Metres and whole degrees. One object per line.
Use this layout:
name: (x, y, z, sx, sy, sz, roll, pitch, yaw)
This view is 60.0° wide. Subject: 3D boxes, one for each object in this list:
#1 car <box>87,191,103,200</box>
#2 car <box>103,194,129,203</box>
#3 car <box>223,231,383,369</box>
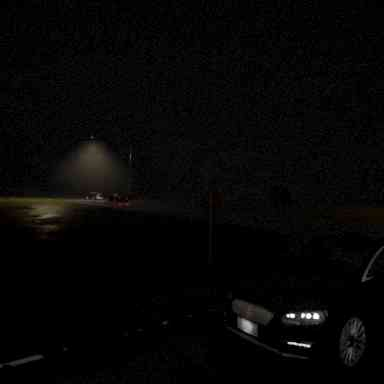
car: (-17.333, 0.672, 59.623, 1.837, 1.490, 4.892, 2, 0, -35)
car: (-11.575, 0.962, 51.486, 1.895, 1.301, 4.718, 2, 0, -35)
car: (2.723, 1.497, 5.805, 4.902, 1.511, 2.128, 0, 0, -35)
